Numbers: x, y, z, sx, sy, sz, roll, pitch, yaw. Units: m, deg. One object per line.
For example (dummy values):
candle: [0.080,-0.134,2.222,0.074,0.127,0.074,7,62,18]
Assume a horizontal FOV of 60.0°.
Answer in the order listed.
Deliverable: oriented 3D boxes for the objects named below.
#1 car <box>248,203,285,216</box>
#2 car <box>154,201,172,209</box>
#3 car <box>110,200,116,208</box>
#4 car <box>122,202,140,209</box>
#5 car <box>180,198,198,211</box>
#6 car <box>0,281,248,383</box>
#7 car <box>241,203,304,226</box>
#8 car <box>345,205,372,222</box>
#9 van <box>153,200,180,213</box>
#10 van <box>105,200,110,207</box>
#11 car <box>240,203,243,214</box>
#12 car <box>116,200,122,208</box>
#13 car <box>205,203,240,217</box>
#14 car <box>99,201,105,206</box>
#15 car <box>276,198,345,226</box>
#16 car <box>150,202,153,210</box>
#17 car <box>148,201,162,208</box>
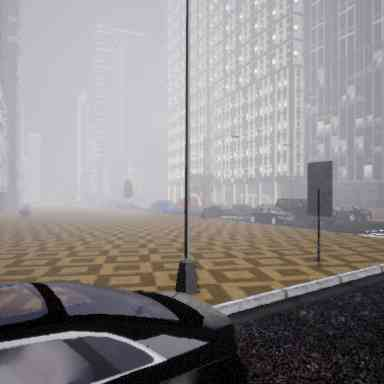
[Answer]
car: [8.793,2.065,39.695,1.947,1.339,4.313,-1,-1,-26]
car: [-5.597,2.494,63.389,1.837,1.490,4.892,0,-1,-26]
car: [-15.845,2.729,71.526,1.887,1.381,4.507,-1,-1,-26]
car: [-10.963,2.523,61.392,2.008,1.369,4.403,-1,-1,-26]
car: [-0.951,2.014,53.827,2.150,2.045,5.566,0,-1,-25]
car: [-1.811,1.491,2.046,4.902,1.511,2.128,0,0,-35]
car: [6.126,1.812,25.924,2.008,1.369,4.403,-1,-1,-26]
car: [13.675,1.851,29.561,2.008,1.369,4.403,-1,-1,-26]
van: [-3.643,2.003,46.195,1.690,1.788,3.998,-1,-1,-26]
van: [-18.290,2.632,76.594,1.690,1.788,3.998,-1,-1,-26]
car: [6.352,2.166,44.762,1.947,1.339,4.313,-1,-1,-26]
car: [-13.331,2.600,66.306,1.752,1.417,4.829,-1,-1,-26]
car: [3.165,2.053,38.069,1.994,1.385,4.181,0,-1,-26]
car: [-23.168,3.050,86.725,1.887,1.381,4.507,-1,-1,-26]
car: [8.806,1.482,26.354,2.150,2.045,5.566,0,-1,-26]
car: [-5.714,2.389,56.718,1.837,1.490,4.892,0,-2,-26]
car: [-8.295,2.805,75.162,1.802,1.307,4.206,-1,-1,-26]
